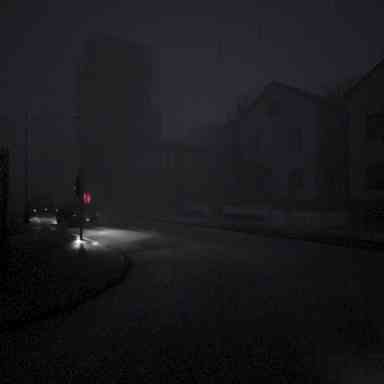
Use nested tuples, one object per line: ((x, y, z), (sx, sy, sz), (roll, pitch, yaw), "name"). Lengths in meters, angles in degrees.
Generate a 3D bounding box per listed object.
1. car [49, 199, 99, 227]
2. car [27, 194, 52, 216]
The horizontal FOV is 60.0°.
((-8.053, 1.492, 23.101), (2.128, 1.511, 4.902), (0, 0, -36), "car")
((-14.820, 1.220, 32.480), (2.150, 2.045, 5.566), (0, 0, -35), "car")
